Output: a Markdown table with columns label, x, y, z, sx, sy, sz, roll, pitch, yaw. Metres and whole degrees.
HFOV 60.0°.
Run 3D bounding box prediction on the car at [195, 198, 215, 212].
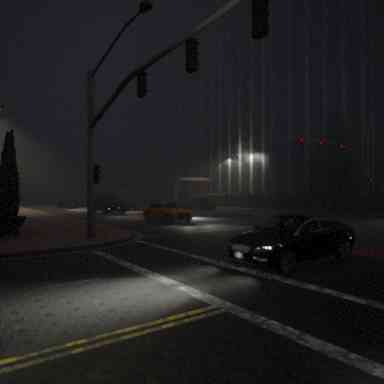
| label | x | y | z | sx | sy | sz | roll | pitch | yaw |
| --- | --- | --- | --- | --- | --- | --- | --- | --- | --- |
| car | 0.713 | 1.462 | 39.596 | 1.882 | 1.535 | 5.008 | 0 | 0 | -36 |

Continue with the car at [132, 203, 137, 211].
| label | x | y | z | sx | sy | sz | roll | pitch | yaw |
| --- | --- | --- | --- | --- | --- | --- | --- | --- | --- |
| car | -8.411 | 1.537 | 39.973 | 2.033 | 1.411 | 5.357 | 0 | 0 | -36 |

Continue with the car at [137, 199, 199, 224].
| label | x | y | z | sx | sy | sz | roll | pitch | yaw |
| --- | --- | --- | --- | --- | --- | --- | --- | --- | --- |
| car | -1.942 | 1.469 | 25.116 | 1.882 | 1.535 | 5.008 | 0 | 0 | -36 |

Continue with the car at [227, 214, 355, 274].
| label | x | y | z | sx | sy | sz | roll | pitch | yaw |
| --- | --- | --- | --- | --- | --- | --- | --- | --- | --- |
| car | 3.290 | 1.486 | 10.659 | 4.902 | 1.511 | 2.128 | 0 | 0 | -36 |

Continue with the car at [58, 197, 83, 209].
| label | x | y | z | sx | sy | sz | roll | pitch | yaw |
| --- | --- | --- | --- | --- | --- | --- | --- | --- | --- |
| car | -17.286 | 1.482 | 46.272 | 2.128 | 1.511 | 4.902 | 0 | 0 | -36 |

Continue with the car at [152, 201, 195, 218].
| label | x | y | z | sx | sy | sz | roll | pitch | yaw |
| --- | --- | --- | --- | --- | --- | --- | --- | --- | --- |
| car | -1.771 | 1.553 | 30.829 | 1.994 | 1.385 | 4.181 | 0 | 0 | -36 |

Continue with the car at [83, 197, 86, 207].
| label | x | y | z | sx | sy | sz | roll | pitch | yaw |
| --- | --- | --- | --- | --- | --- | --- | --- | --- | --- |
| car | -15.877 | 1.515 | 50.309 | 1.812 | 1.442 | 4.674 | 0 | 0 | -36 |

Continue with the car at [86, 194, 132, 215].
| label | x | y | z | sx | sy | sz | roll | pitch | yaw |
| --- | --- | --- | --- | --- | --- | --- | --- | --- | --- |
| car | -8.677 | 1.216 | 34.382 | 2.150 | 2.045 | 5.566 | 0 | 0 | -36 |
